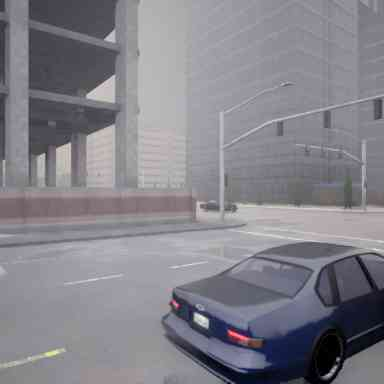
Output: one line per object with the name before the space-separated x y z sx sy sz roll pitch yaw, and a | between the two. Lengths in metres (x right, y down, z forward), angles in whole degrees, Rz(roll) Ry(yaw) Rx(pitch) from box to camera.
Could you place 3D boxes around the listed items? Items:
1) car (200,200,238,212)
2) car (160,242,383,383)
car | 2.994 1.601 37.401 1.895 1.301 4.718 0 0 -36
car | 2.164 1.548 5.332 5.357 1.411 2.033 0 0 -35
